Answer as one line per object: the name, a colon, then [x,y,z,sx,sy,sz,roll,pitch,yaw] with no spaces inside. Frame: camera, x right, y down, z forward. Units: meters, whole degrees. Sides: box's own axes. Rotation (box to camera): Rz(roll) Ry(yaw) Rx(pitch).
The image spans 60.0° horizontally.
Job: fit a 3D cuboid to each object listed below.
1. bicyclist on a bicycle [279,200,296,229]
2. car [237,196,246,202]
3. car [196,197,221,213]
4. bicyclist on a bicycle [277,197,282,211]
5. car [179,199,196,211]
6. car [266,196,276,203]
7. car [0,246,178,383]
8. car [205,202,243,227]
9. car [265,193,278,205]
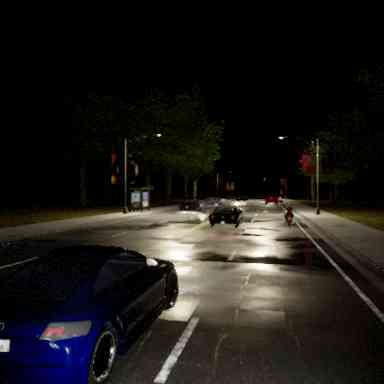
bicyclist on a bicycle: [6.074,1.455,20.780,0.866,1.612,1.509,0,0,13]
car: [11.428,1.612,76.609,1.895,1.301,4.718,0,0,13]
car: [2.199,1.391,37.185,2.097,1.767,4.553,0,0,13]
bicyclist on a bicycle: [10.237,1.407,38.682,0.659,1.776,1.843,0,0,13]
car: [-0.166,1.609,41.377,1.994,1.385,4.181,0,0,13]
car: [17.096,1.618,72.267,2.033,1.411,5.357,0,0,13]
car: [-1.607,1.570,5.446,1.994,1.385,4.181,0,0,13]
car: [2.458,1.624,23.004,1.895,1.301,4.718,0,0,13]
car: [14.778,1.283,61.817,2.150,2.045,5.566,0,-1,13]
